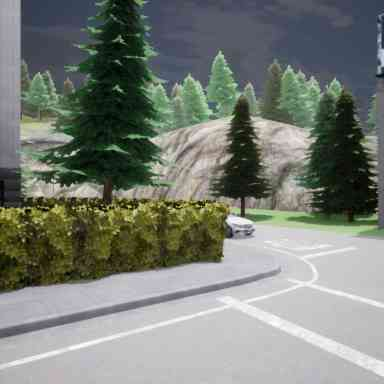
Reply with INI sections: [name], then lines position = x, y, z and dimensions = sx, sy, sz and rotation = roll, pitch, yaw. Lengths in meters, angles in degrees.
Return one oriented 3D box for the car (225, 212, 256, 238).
[car]
position = 1.477, 1.702, 19.120
dimensions = 1.812, 1.442, 4.674
rotation = 0, 0, -42
